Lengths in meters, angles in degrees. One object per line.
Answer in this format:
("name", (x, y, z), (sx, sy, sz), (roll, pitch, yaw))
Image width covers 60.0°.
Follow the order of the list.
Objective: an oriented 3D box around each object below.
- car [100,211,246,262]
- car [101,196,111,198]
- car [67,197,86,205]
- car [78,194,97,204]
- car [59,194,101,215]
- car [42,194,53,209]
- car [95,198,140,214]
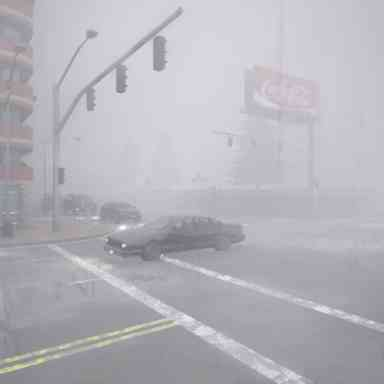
("car", (-0.431, 1.547, 12.273), (5.357, 1.411, 2.033), (0, 0, -35))
("car", (-14.984, 1.478, 57.183), (1.882, 1.535, 5.008), (0, 0, -36))
("car", (-20.521, 1.563, 58.888), (1.994, 1.385, 4.181), (0, 0, -36))
("car", (-20.366, 1.352, 64.663), (2.097, 1.767, 4.553), (0, 0, -36))
("car", (-11.612, 1.221, 34.185), (2.150, 2.045, 5.566), (0, 0, -36))
("car", (-17.768, 1.221, 42.758), (2.150, 2.045, 5.566), (0, 0, -35))
("car", (-5.616, 1.505, 25.848), (1.837, 1.490, 4.892), (0, 0, -36))
